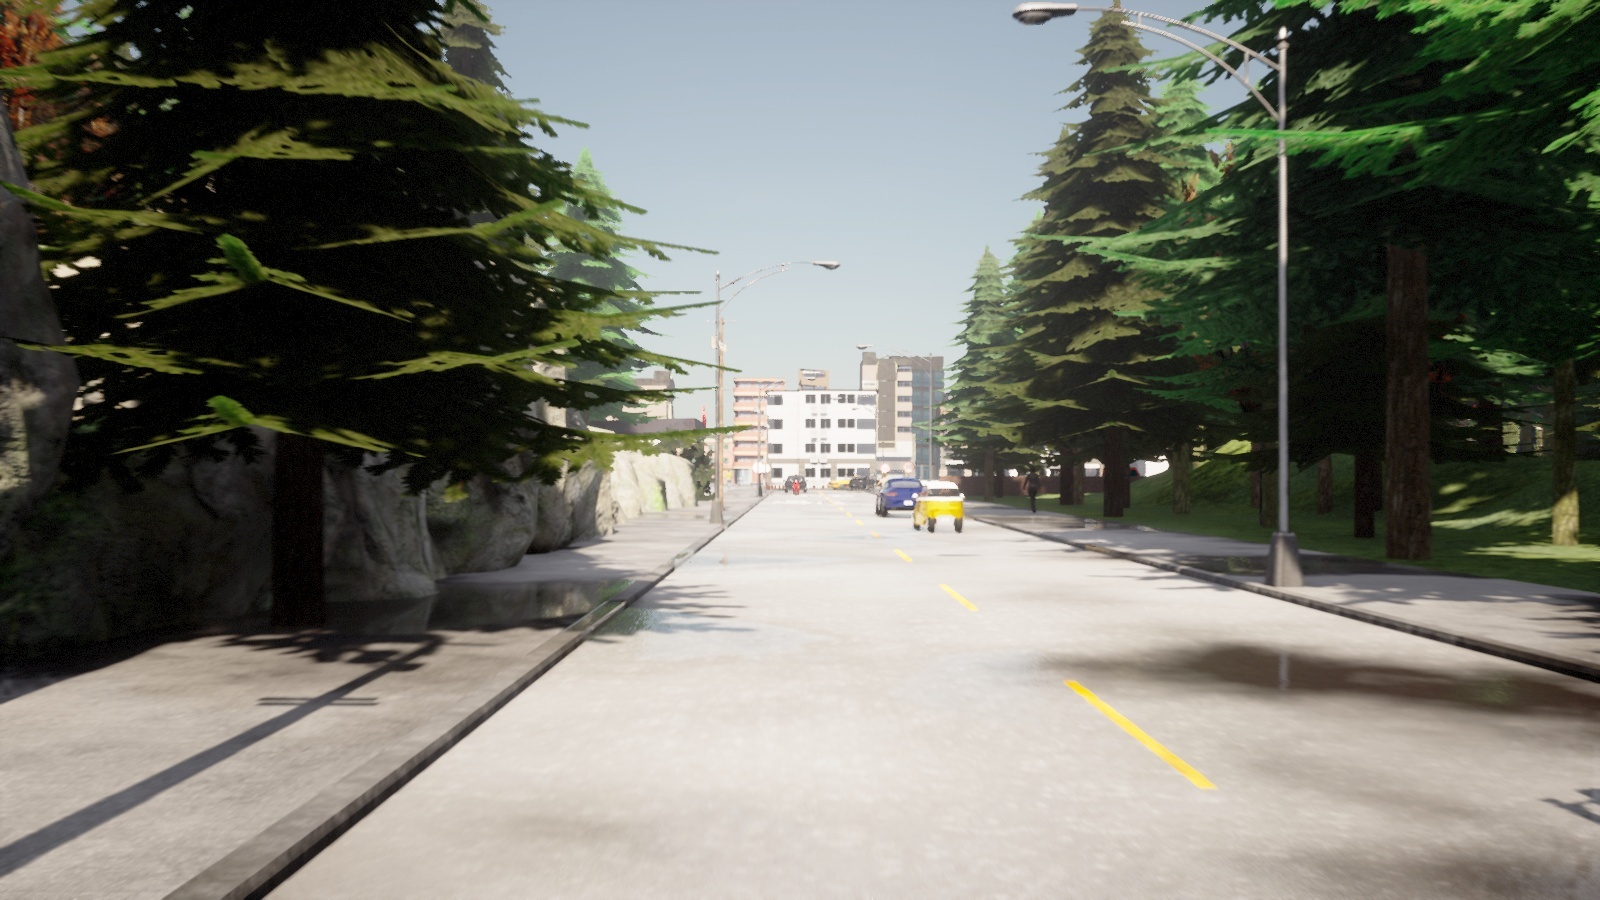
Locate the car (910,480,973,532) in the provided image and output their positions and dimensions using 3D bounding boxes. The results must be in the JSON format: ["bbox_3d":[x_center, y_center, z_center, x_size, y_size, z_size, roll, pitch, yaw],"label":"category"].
[{"bbox_3d":[3.913,1.525,34.881,1.481,1.376,2.207,0,-1,0],"label":"car"}]

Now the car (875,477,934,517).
[{"bbox_3d":[3.882,1.732,47.281,1.812,1.442,4.674,0,-1,0],"label":"car"}]

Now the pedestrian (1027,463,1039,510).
[{"bbox_3d":[9.051,1.425,48.815,0.328,1.805,0.869,0,-1,1],"label":"pedestrian"}]
